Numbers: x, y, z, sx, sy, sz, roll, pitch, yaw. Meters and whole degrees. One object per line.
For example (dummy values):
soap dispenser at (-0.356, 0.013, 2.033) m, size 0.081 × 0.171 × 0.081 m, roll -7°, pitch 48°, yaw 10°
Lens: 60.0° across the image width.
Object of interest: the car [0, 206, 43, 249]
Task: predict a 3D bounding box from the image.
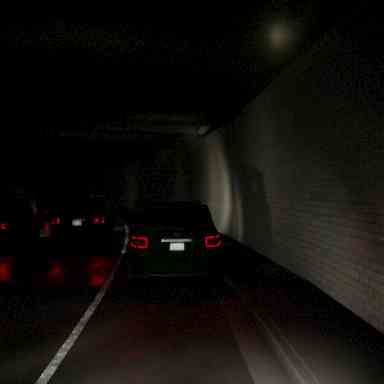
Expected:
car at (-8.182, 1.366, 14.423) m, size 2.097 × 1.767 × 4.553 m, roll 0°, pitch 0°, yaw -10°

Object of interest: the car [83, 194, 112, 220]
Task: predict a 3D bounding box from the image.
car at (-8.747, 1.258, 30.523) m, size 2.150 × 2.045 × 5.566 m, roll 0°, pitch 0°, yaw -20°

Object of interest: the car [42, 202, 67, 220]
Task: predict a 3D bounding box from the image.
car at (-12.028, 1.617, 29.304) m, size 1.895 × 1.301 × 4.718 m, roll 0°, pitch 0°, yaw -20°

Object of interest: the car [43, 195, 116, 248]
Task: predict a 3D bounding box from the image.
car at (-4.742, 1.258, 15.068) m, size 2.150 × 2.045 × 5.566 m, roll 0°, pitch 0°, yaw -10°

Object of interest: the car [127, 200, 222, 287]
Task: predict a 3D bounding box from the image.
car at (-0.589, 1.219, 9.522) m, size 2.150 × 2.045 × 5.566 m, roll 0°, pitch 0°, yaw -6°
